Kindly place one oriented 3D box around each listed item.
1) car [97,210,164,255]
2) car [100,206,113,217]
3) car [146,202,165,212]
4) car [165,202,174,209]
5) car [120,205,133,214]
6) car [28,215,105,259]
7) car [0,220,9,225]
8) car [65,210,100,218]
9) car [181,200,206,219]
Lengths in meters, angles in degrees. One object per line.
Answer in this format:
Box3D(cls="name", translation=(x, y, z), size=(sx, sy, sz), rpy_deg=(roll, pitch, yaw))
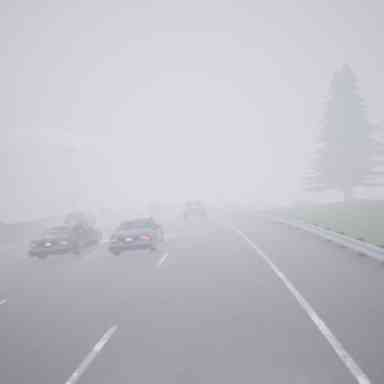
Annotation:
Box3D(cls="car", translation=(-2.428, 1.899, 15.338), size=(2.033, 1.411, 5.357), rpy_deg=(-5, 0, 0))
Box3D(cls="car", translation=(-13.115, 2.982, 50.621), size=(2.097, 1.767, 4.553), rpy_deg=(-5, -1, -13))
Box3D(cls="car", translation=(-5.697, 2.290, 49.015), size=(2.097, 1.767, 4.553), rpy_deg=(-5, -1, -11))
Box3D(cls="car", translation=(-4.697, 2.510, 60.508), size=(1.994, 1.385, 4.181), rpy_deg=(-5, -1, -16))
Box3D(cls="car", translation=(-12.096, 3.156, 61.355), size=(1.812, 1.442, 4.674), rpy_deg=(-5, -1, -17))
Box3D(cls="car", translation=(-5.917, 2.225, 16.141), size=(2.033, 1.411, 5.357), rpy_deg=(-5, 0, 0))
Box3D(cls="car", translation=(-21.248, 3.814, 35.841), size=(1.994, 1.385, 4.181), rpy_deg=(-5, 0, -7))
Box3D(cls="car", translation=(-10.151, 2.535, 30.098), size=(2.097, 1.767, 4.553), rpy_deg=(-5, -1, -5))
Box3D(cls="car", translation=(0.056, 1.630, 33.414), size=(2.097, 1.767, 4.553), rpy_deg=(-5, -1, -6))
